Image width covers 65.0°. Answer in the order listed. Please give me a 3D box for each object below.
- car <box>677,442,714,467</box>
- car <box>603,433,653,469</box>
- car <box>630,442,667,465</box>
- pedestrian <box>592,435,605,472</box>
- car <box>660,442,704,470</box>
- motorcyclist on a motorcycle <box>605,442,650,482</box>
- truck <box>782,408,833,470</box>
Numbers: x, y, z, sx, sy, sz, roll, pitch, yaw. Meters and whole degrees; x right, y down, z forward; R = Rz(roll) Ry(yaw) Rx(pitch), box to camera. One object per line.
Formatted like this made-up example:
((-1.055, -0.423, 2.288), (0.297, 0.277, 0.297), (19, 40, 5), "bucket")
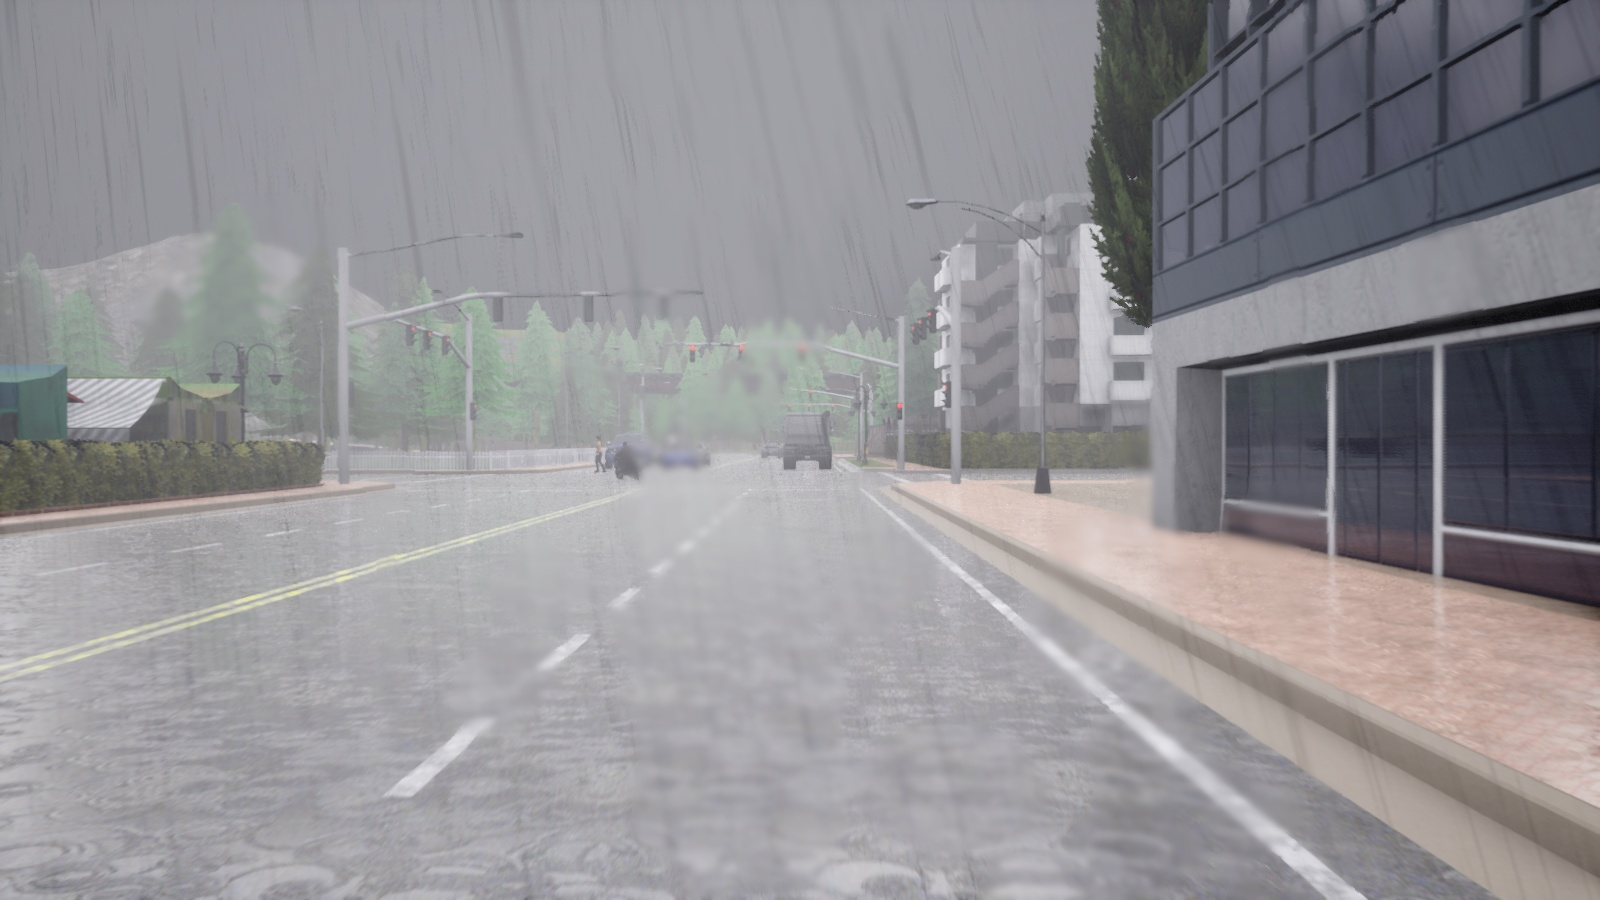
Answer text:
((-6.537, 0.264, 78.596), (1.970, 1.475, 3.806), (0, 0, 1), "car")
((-10.065, 0.040, 74.005), (2.150, 2.045, 5.566), (0, 0, 0), "car")
((-10.012, 0.235, 83.131), (1.970, 1.475, 3.806), (0, 0, 0), "car")
((-10.007, 0.186, 62.296), (0.594, 1.836, 0.345), (0, 0, 2), "pedestrian")
((-6.584, 0.292, 70.217), (2.007, 1.525, 4.514), (0, 0, 0), "car")
((-6.747, 0.446, 49.147), (0.797, 1.523, 2.044), (-2, 1, -38), "motorcyclist on a motorcycle")
((0.440, -0.654, 74.392), (2.891, 3.462, 7.936), (0, 0, 0), "truck")
